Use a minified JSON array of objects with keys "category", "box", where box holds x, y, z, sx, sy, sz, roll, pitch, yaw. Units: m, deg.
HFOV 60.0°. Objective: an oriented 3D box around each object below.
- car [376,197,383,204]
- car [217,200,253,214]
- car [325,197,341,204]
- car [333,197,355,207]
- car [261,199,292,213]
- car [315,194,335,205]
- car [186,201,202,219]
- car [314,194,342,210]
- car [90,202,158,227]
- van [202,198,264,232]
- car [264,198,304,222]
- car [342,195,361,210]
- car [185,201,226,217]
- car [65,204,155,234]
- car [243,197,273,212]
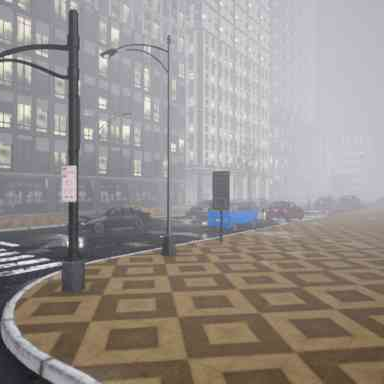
[{"category":"car","box":[38.092,1.657,66.582,1.947,1.339,4.313,0,0,38]},{"category":"car","box":[4.708,1.570,36.110,1.887,1.381,4.507,0,0,38]},{"category":"car","box":[28.455,1.623,66.978,2.008,1.369,4.403,0,0,38]},{"category":"car","box":[23.991,1.551,52.291,2.128,1.511,4.902,0,0,37]},{"category":"car","box":[9.929,1.597,38.818,1.994,1.385,4.181,0,0,38]},{"category":"car","box":[25.063,1.380,62.569,2.192,1.841,5.009,0,0,38]},{"category":"car","box":[1.527,1.375,27.921,2.097,1.767,4.553,0,0,38]},{"category":"car","box":[17.940,1.399,44.430,2.097,1.767,4.553,0,0,38]},{"category":"car","box":[-4.790,1.540,23.975,1.752,1.417,4.829,0,0,38]},{"category":"van","box":[2.601,1.367,20.264,1.690,1.788,3.998,0,0,38]},{"category":"car","box":[7.561,1.472,26.894,1.967,1.590,4.097,0,0,38]},{"category":"car","box":[21.131,1.368,44.534,2.192,1.841,5.009,0,0,38]},{"category":"car","box":[1.316,1.603,31.700,1.802,1.307,4.206,0,0,38]},{"category":"car","box":[-4.723,1.563,19.806,2.033,1.411,5.357,0,0,38]},{"category":"car","box":[8.101,1.470,40.520,1.967,1.590,4.097,0,0,38]}]
